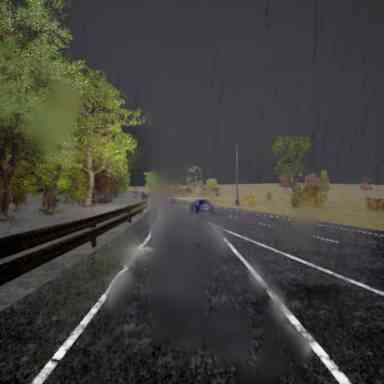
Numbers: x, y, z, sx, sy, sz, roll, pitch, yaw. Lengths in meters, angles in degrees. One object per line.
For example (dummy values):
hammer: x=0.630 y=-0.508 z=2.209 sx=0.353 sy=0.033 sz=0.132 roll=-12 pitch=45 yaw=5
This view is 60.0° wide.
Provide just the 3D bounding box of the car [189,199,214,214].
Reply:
car: x=0.975 y=1.495 z=34.264 sx=1.812 sy=1.442 sz=4.674 roll=0 pitch=0 yaw=-10

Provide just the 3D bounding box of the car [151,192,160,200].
car: x=-9.498 y=1.325 z=91.803 sx=2.097 sy=1.767 sz=4.553 roll=0 pitch=0 yaw=-10

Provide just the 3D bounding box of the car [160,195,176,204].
car: x=-4.423 y=1.328 z=63.903 sx=2.097 sy=1.767 sz=4.553 roll=0 pitch=0 yaw=-10
